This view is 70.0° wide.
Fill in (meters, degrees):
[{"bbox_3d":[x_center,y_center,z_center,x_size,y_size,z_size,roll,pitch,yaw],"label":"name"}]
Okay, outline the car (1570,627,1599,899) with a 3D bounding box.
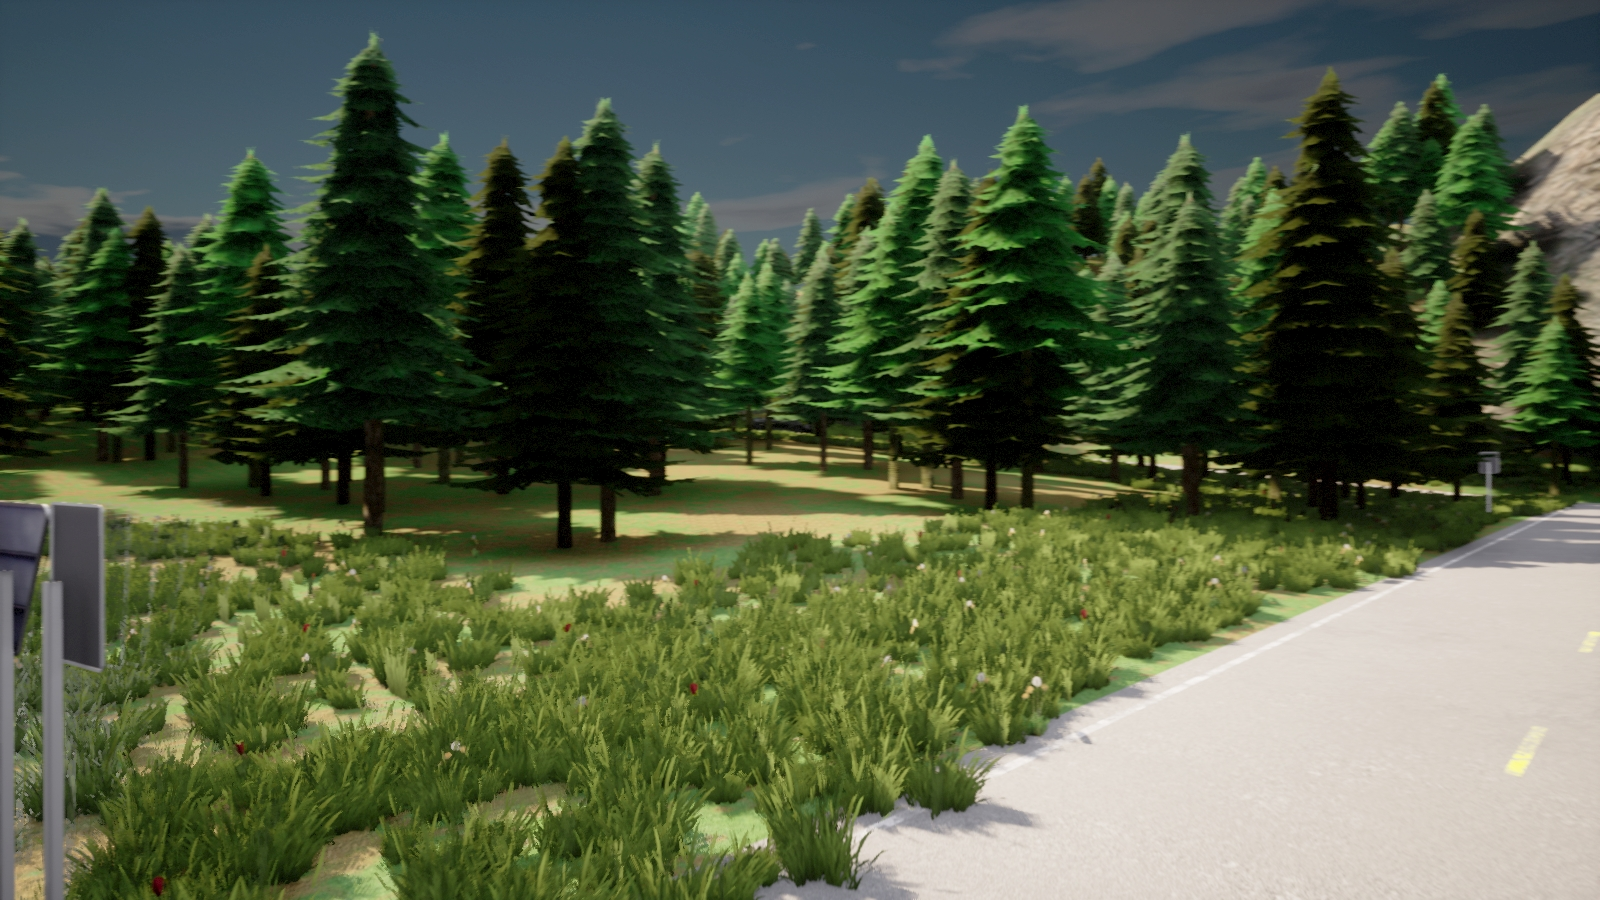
[{"bbox_3d":[6.673,2.015,7.630,2.163,1.488,4.792,0,0,39],"label":"car"}]
